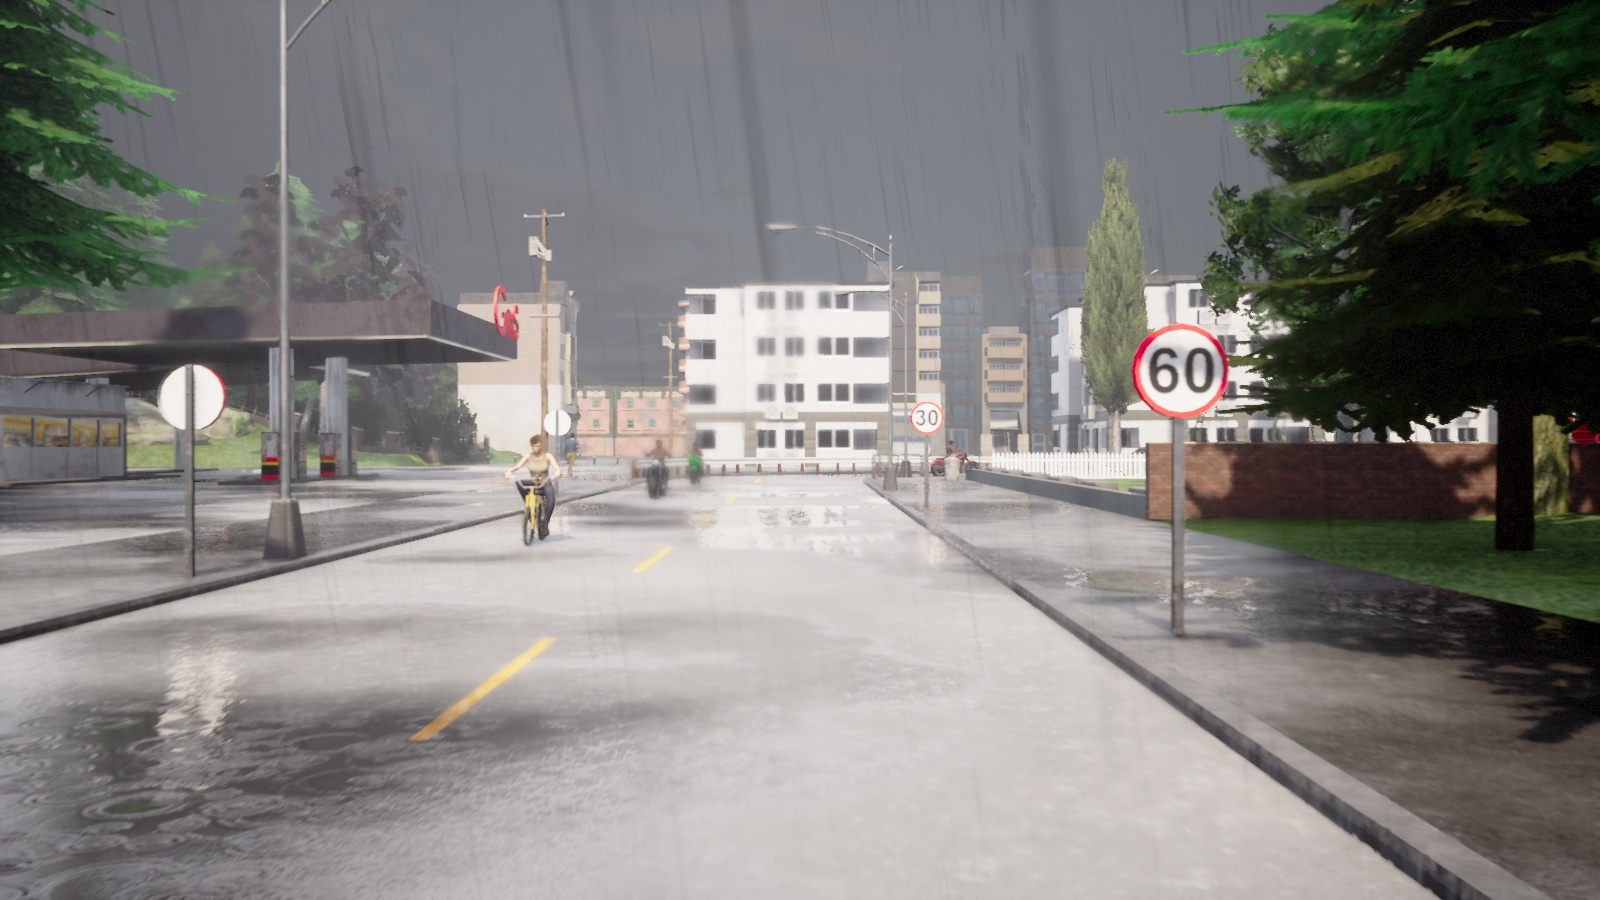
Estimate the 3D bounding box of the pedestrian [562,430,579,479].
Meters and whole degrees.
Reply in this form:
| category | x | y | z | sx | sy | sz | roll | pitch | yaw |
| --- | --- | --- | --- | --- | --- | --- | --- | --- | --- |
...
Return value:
| category | x | y | z | sx | sy | sz | roll | pitch | yaw |
| --- | --- | --- | --- | --- | --- | --- | --- | --- | --- |
| pedestrian | -9.064 | 0.169 | 49.683 | 0.423 | 1.949 | 0.788 | 0 | 0 | 9 |

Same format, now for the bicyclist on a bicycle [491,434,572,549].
| category | x | y | z | sx | sy | sz | roll | pitch | yaw |
| --- | --- | --- | --- | --- | --- | --- | --- | --- | --- |
| bicyclist on a bicycle | -3.905 | 0.576 | 18.377 | 0.866 | 1.612 | 1.509 | 0 | 0 | 0 |

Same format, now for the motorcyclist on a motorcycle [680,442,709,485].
| category | x | y | z | sx | sy | sz | roll | pitch | yaw |
| --- | --- | --- | --- | --- | --- | --- | --- | --- | --- |
| motorcyclist on a motorcycle | -3.791 | 0.470 | 45.329 | 0.797 | 1.523 | 2.044 | 0 | 0 | 2 |

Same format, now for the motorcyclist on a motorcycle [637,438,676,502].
| category | x | y | z | sx | sy | sz | roll | pitch | yaw |
| --- | --- | --- | --- | --- | --- | --- | --- | --- | --- |
| motorcyclist on a motorcycle | -3.833 | 0.504 | 33.744 | 0.766 | 1.649 | 2.350 | 0 | 0 | 0 |

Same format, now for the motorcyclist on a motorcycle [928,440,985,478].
| category | x | y | z | sx | sy | sz | roll | pitch | yaw |
| --- | --- | --- | --- | --- | --- | --- | --- | --- | --- |
| motorcyclist on a motorcycle | 6.790 | 0.395 | 54.652 | 2.350 | 1.649 | 0.766 | 0 | 0 | -18 |

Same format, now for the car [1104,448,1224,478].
| category | x | y | z | sx | sy | sz | roll | pitch | yaw |
| --- | --- | --- | --- | --- | --- | --- | --- | --- | --- |
| car | 15.916 | 0.550 | 55.012 | 4.718 | 1.301 | 1.895 | 0 | 0 | 1 |
